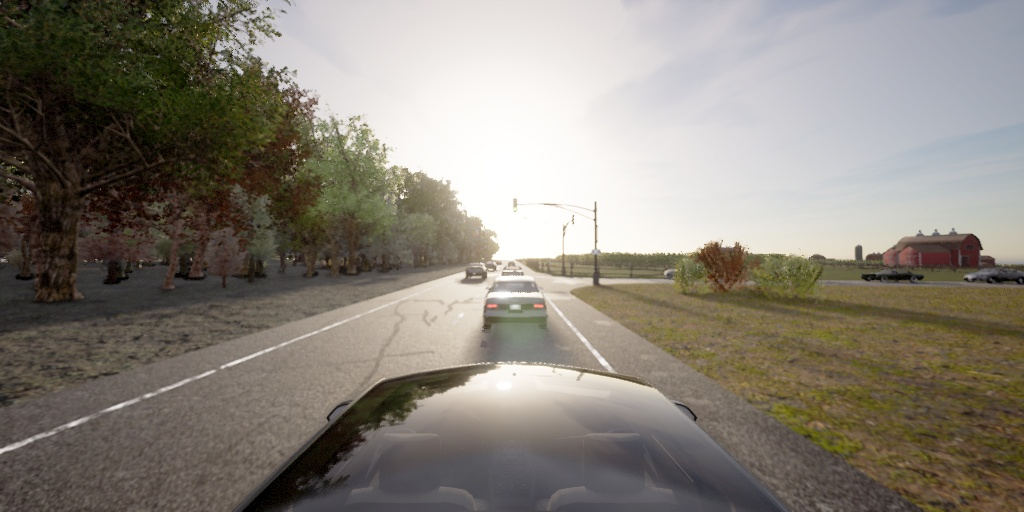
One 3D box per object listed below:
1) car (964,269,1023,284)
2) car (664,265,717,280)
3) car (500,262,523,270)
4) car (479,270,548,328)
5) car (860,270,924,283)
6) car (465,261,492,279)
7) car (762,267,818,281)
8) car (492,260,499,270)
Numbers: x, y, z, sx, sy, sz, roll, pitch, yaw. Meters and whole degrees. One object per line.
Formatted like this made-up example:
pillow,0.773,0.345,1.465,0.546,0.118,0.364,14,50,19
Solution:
car,48.519,2.012,35.996,4.902,1.511,2.128,1,-1,1
car,17.956,1.680,36.168,4.902,1.511,2.128,1,-1,1
car,0.059,1.525,33.063,1.895,1.301,4.718,0,0,0
car,0.084,1.353,11.594,2.033,1.411,5.357,0,0,0
car,38.126,2.009,36.073,4.718,1.301,1.895,1,-1,0
car,-3.446,1.428,35.365,2.128,1.511,4.902,0,0,0
car,27.941,1.802,36.114,4.892,1.490,1.837,1,-1,0
car,-3.476,1.587,58.997,1.812,1.442,4.674,0,0,0
